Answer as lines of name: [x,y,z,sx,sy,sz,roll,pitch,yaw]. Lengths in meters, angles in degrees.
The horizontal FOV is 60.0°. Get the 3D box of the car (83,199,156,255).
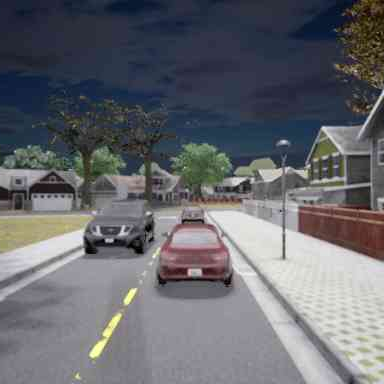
car: [-2.847,1.356,14.248,2.150,2.045,5.566,0,-1,0]

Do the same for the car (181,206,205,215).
car: [0.082,1.803,26.870,2.033,1.411,5.357,0,-1,0]

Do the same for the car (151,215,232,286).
car: [0.078,1.616,9.582,1.812,1.442,4.674,0,-1,0]
